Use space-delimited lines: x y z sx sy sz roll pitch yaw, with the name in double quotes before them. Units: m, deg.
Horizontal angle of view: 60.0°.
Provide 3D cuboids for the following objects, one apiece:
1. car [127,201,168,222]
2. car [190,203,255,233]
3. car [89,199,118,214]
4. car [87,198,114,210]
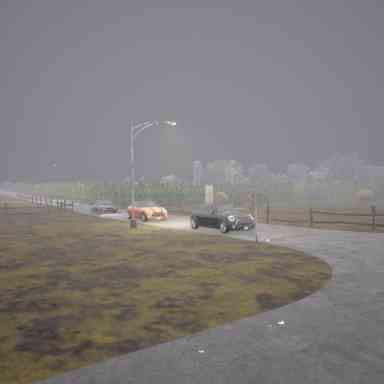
"car" -4.035 1.575 29.434 2.097 1.767 4.553 -1 1 -35
"car" 1.841 1.522 21.104 2.097 1.767 4.553 -1 0 -35
"car" -10.078 1.773 38.016 1.994 1.385 4.181 -1 1 -35
"car" -13.040 1.634 47.310 2.033 1.411 5.357 -1 1 -35
